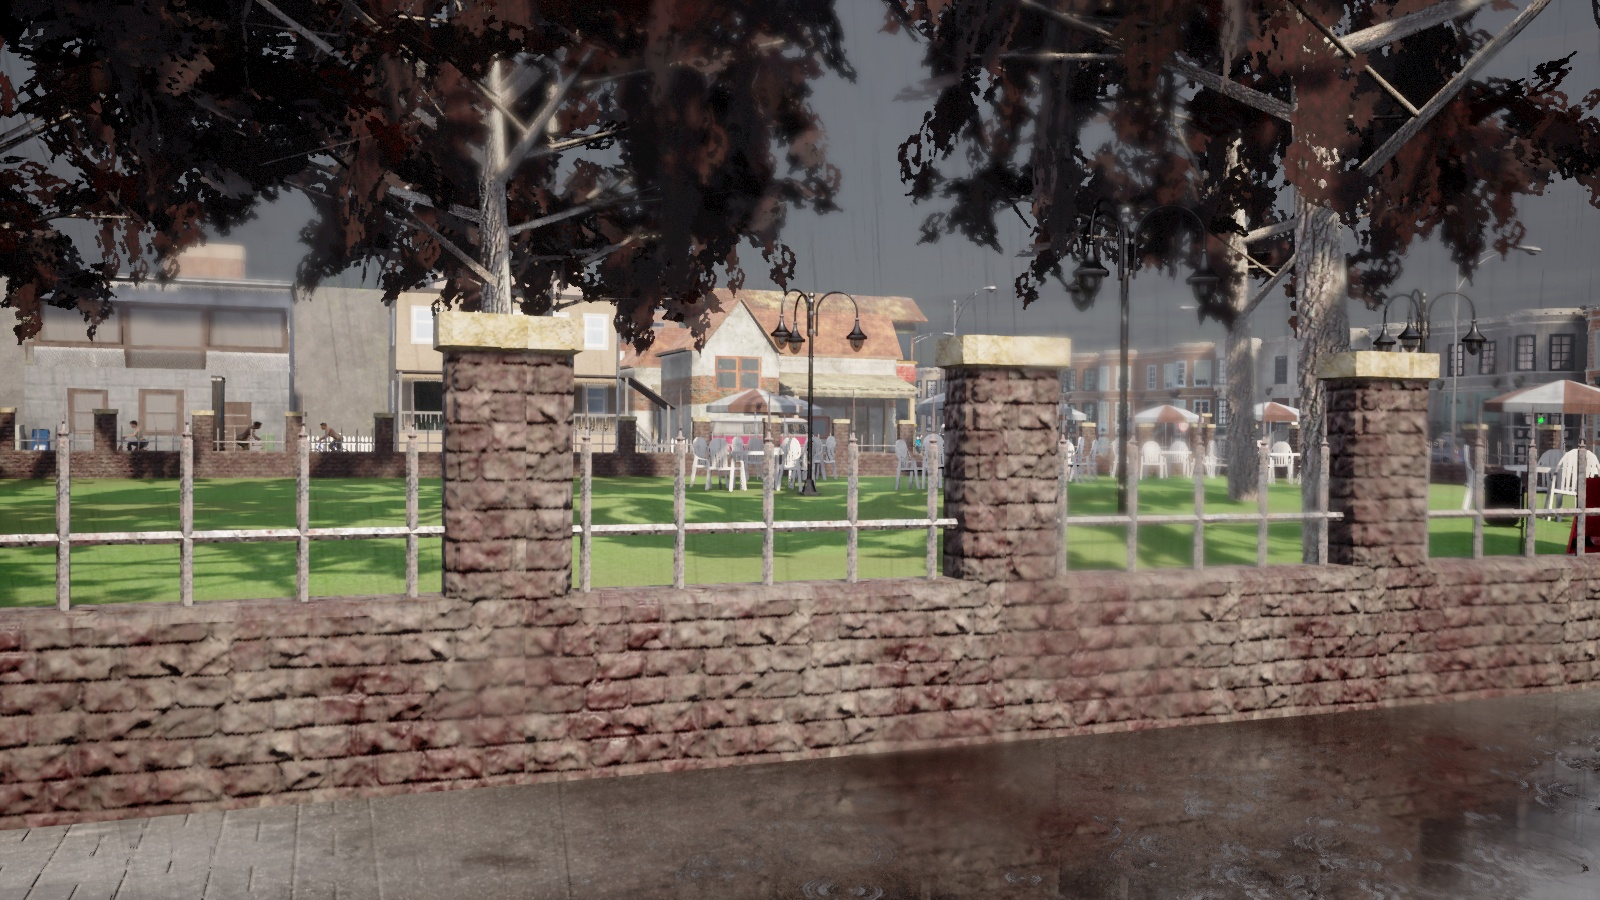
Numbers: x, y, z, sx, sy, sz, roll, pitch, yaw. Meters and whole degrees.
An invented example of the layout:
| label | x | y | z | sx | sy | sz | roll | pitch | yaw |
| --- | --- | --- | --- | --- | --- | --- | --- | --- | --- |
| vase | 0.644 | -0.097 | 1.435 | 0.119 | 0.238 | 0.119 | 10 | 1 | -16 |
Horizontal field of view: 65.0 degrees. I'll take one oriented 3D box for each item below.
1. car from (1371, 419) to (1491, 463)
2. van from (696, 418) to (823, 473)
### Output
| label | x | y | z | sx | sy | sz | roll | pitch | yaw |
| --- | --- | --- | --- | --- | --- | --- | --- | --- | --- |
| car | 24.656 | -0.371 | 49.210 | 1.851 | 1.617 | 3.988 | -1 | 1 | -21 |
| van | -1.534 | -0.202 | 47.304 | 4.442 | 1.987 | 1.775 | -1 | 1 | -21 |
